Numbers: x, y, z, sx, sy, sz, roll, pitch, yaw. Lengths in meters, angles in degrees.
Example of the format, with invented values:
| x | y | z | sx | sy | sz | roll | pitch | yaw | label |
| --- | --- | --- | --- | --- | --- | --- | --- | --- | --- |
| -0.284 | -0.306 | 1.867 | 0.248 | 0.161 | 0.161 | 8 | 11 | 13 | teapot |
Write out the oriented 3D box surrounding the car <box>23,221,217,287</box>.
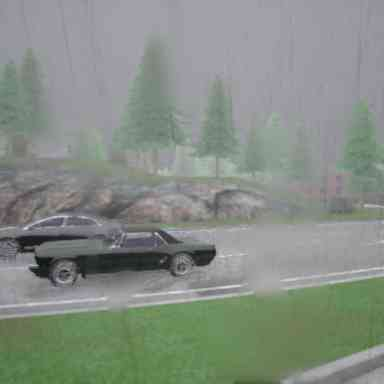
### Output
| x | y | z | sx | sy | sz | roll | pitch | yaw | label |
| --- | --- | --- | --- | --- | --- | --- | --- | --- | --- |
| -1.819 | 1.615 | 9.142 | 4.718 | 1.301 | 1.895 | 0 | 0 | -18 | car |

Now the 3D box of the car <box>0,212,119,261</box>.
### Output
| x | y | z | sx | sy | sz | roll | pitch | yaw | label |
| --- | --- | --- | --- | --- | --- | --- | --- | --- | --- |
| -4.784 | 1.500 | 11.990 | 4.902 | 1.511 | 2.128 | 0 | 0 | -15 | car |
